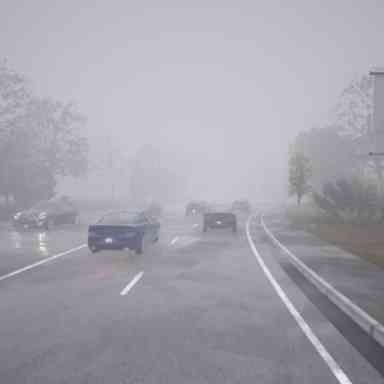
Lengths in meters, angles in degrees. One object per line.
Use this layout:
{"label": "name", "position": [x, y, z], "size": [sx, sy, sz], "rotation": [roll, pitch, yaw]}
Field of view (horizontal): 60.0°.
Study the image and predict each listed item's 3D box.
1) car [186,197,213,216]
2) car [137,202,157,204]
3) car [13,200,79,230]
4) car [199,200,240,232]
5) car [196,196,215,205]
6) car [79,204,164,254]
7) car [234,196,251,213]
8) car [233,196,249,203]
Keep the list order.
{"label": "car", "position": [0.730, 1.533, 32.995], "size": [1.837, 1.490, 4.892], "rotation": [0, 0, 13]}
{"label": "car", "position": [-3.980, 1.553, 29.064], "size": [2.033, 1.411, 5.357], "rotation": [0, 0, 12]}
{"label": "car", "position": [-8.925, 1.335, 20.750], "size": [2.097, 1.767, 4.553], "rotation": [0, 0, 9]}
{"label": "car", "position": [1.806, 1.502, 20.362], "size": [1.882, 1.535, 5.008], "rotation": [0, 0, 8]}
{"label": "car", "position": [2.441, 1.568, 60.492], "size": [1.812, 1.442, 4.674], "rotation": [0, 0, 24]}
{"label": "car", "position": [-2.572, 1.480, 13.665], "size": [1.882, 1.535, 5.008], "rotation": [0, 0, 5]}
{"label": "car", "position": [5.695, 1.546, 38.143], "size": [2.128, 1.511, 4.902], "rotation": [0, 0, 16]}
{"label": "car", "position": [10.034, 1.522, 68.281], "size": [1.812, 1.442, 4.674], "rotation": [0, 0, 28]}
